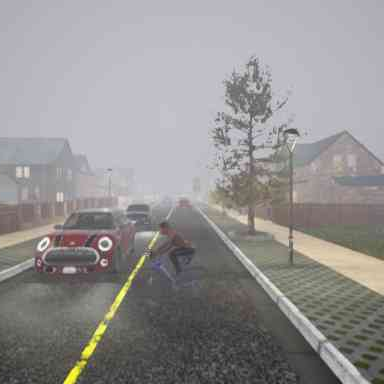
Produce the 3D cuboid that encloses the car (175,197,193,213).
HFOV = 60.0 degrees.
[{"bbox_3d":[-0.907,1.535,37.791,1.812,1.442,4.674,0,0,-1],"label":"car"}]

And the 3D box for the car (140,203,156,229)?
[{"bbox_3d":[-3.388,1.504,21.415,1.837,1.490,4.892,0,0,-1],"label":"car"}]

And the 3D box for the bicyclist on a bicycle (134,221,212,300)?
[{"bbox_3d":[-0.399,1.436,6.913,1.656,1.620,0.582,-1,0,-2],"label":"bicyclist on a bicycle"}]

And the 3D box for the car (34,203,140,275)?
[{"bbox_3d":[-3.096,1.348,10.498,2.097,1.767,4.553,0,0,-1],"label":"car"}]

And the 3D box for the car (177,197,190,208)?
[{"bbox_3d":[-1.227,1.504,49.421,1.882,1.535,5.008,0,0,-2],"label":"car"}]

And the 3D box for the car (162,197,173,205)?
[{"bbox_3d":[-4.446,1.577,60.199,1.812,1.442,4.674,0,0,-1],"label":"car"}]
